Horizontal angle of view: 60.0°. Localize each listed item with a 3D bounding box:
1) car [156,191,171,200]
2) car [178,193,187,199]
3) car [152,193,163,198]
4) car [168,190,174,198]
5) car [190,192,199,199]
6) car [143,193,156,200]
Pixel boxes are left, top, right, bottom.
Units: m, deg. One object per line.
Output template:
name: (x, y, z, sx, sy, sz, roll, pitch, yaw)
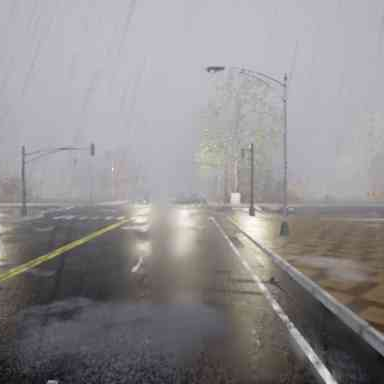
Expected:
car: (-6.131, 1.063, 72.557, 1.812, 1.442, 4.674, 0, 0, 1)
car: (-2.660, 0.920, 85.326, 1.882, 1.535, 5.008, 0, 0, 1)
car: (-9.111, 0.886, 88.216, 2.033, 1.411, 5.357, 0, 0, 1)
car: (-5.862, 0.572, 88.128, 2.150, 2.045, 5.566, 0, 0, 1)
car: (0.589, 0.943, 85.270, 1.837, 1.490, 4.892, 0, 0, 1)
car: (-9.381, 1.038, 72.613, 1.837, 1.490, 4.892, 0, 0, 1)
